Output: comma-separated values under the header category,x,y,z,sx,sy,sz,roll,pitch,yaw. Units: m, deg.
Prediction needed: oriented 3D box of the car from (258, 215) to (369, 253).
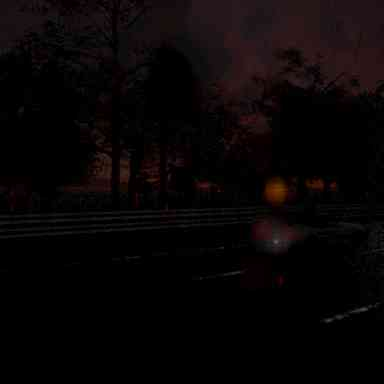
category,x,y,z,sx,sy,sz,roll,pitch,yaw
car,5.055,1.585,13.546,4.718,1.301,1.895,0,0,-31
